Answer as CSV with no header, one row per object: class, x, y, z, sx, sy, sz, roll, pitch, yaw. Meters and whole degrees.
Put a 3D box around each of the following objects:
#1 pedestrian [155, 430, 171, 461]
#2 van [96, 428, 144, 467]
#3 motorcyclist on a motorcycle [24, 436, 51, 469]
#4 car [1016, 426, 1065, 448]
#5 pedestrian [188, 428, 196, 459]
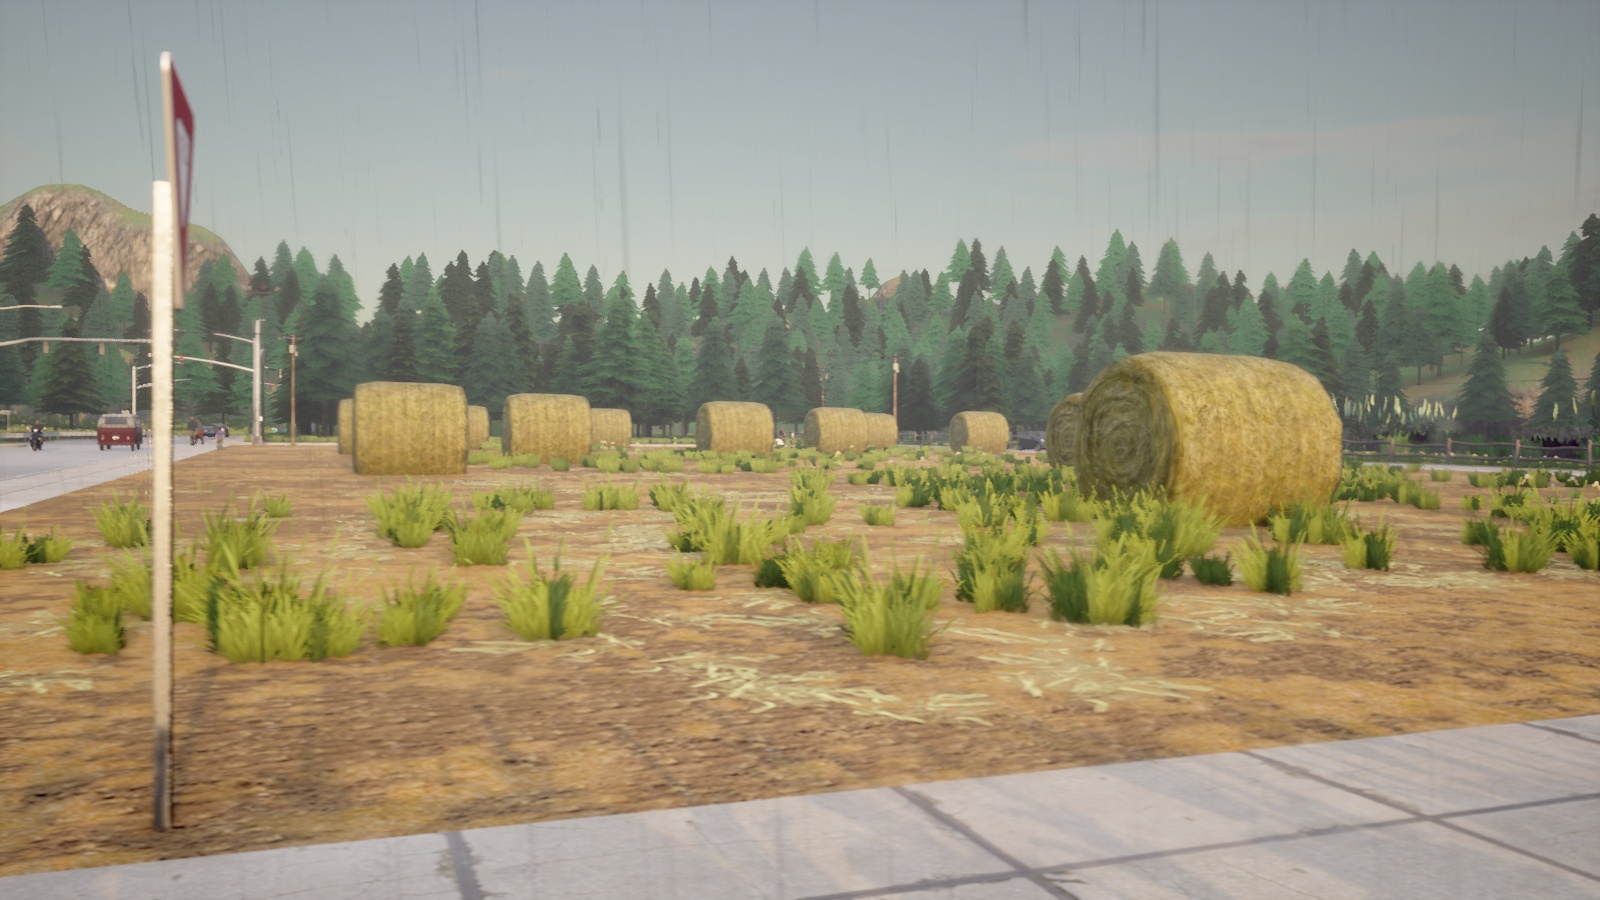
pedestrian,-40.628,-0.276,80.081,0.873,1.952,0.659,-1,1,-25
van,-36.623,-0.169,67.720,1.775,1.987,4.442,-1,1,-22
motorcyclist on a motorcycle,-38.995,0.108,64.222,0.866,1.590,1.817,-1,2,-22
car,16.770,-0.913,87.777,1.845,1.501,3.633,-1,1,-18
pedestrian,-36.584,-0.390,75.598,0.402,1.842,0.726,-1,1,-26
